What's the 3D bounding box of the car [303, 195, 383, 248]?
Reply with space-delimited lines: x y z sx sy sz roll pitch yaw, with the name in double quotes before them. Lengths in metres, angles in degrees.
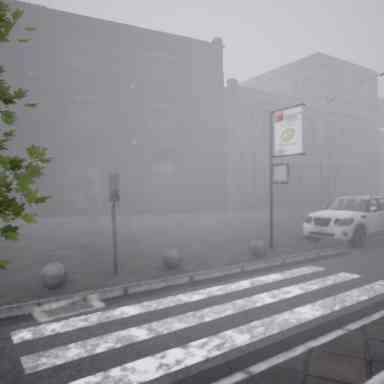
"car" 7.378 1.159 14.833 5.566 2.045 2.435 0 0 -35
